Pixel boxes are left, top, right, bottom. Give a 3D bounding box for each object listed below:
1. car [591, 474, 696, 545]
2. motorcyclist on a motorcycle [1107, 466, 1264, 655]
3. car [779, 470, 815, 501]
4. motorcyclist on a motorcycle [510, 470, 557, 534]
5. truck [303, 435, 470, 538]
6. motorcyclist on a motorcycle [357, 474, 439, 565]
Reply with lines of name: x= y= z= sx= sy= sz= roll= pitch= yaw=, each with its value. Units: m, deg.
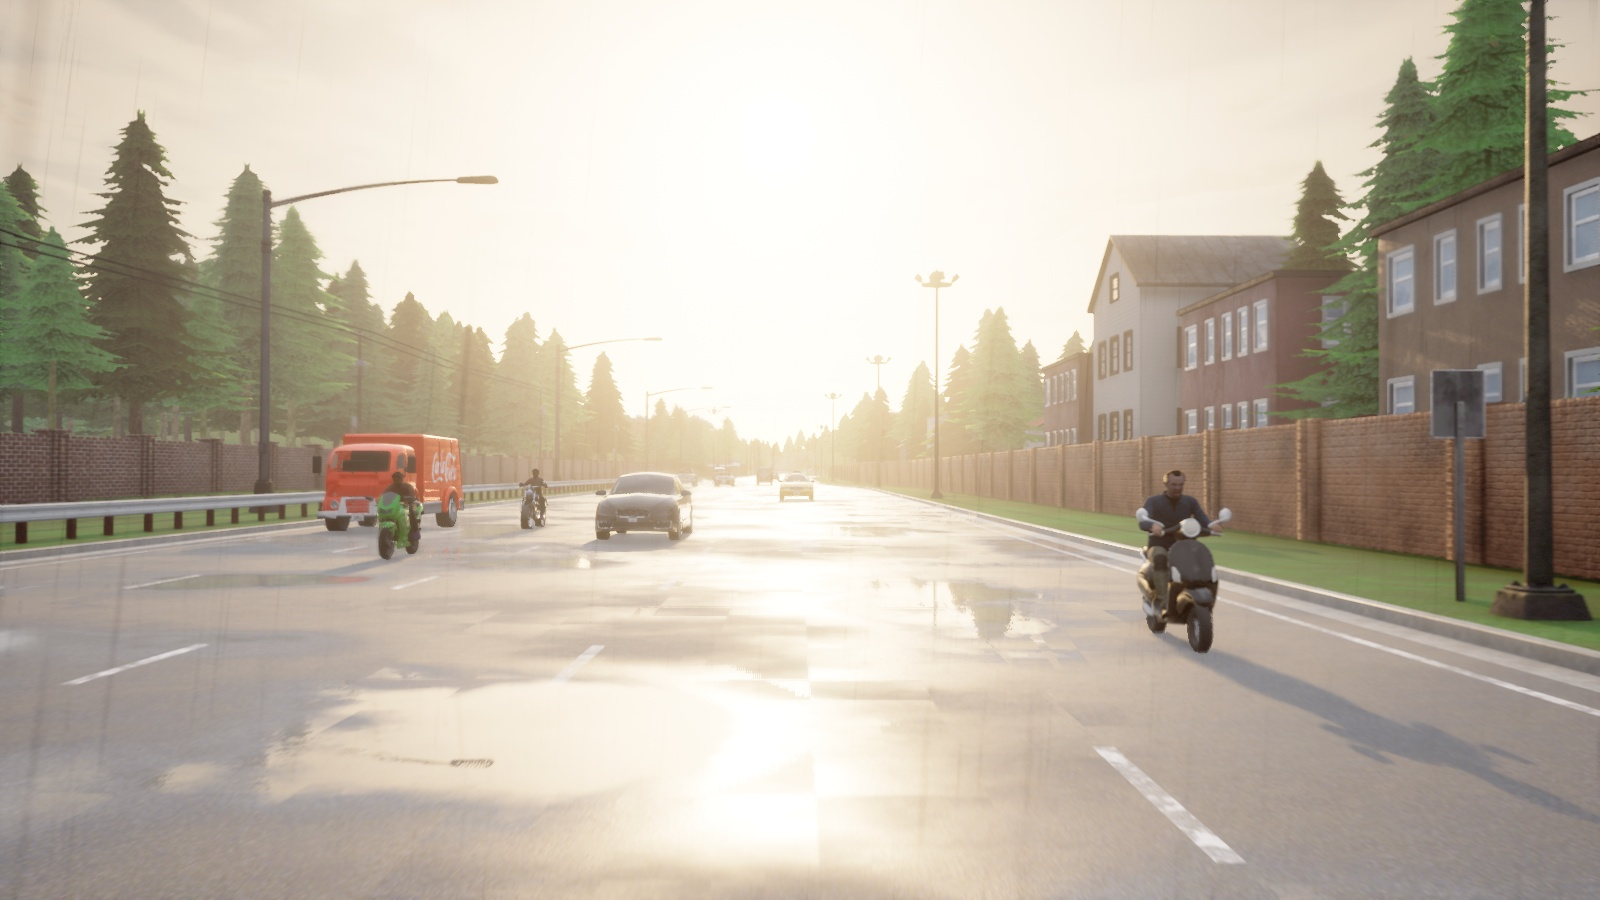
car: x=-3.576 y=1.327 z=29.472 sx=1.837 sy=1.490 sz=4.892 roll=0 pitch=-1 yaw=0
motorcyclist on a motorcycle: x=3.471 y=0.947 z=11.495 sx=0.866 sy=1.590 sz=1.817 roll=0 pitch=-1 yaw=0
car: x=-0.165 y=1.872 z=66.771 sx=1.801 sy=1.575 sz=5.366 roll=0 pitch=-1 yaw=0
motorcyclist on a motorcycle: x=-7.083 y=1.353 z=33.444 sx=0.766 sy=1.649 sz=2.350 roll=0 pitch=-1 yaw=0
truck: x=-10.583 y=0.917 z=32.658 sx=2.627 sy=2.467 sz=5.204 roll=0 pitch=-1 yaw=0
motorcyclist on a motorcycle: x=-7.055 y=1.196 z=22.158 sx=0.797 sy=1.523 sz=2.044 roll=0 pitch=-1 yaw=0
